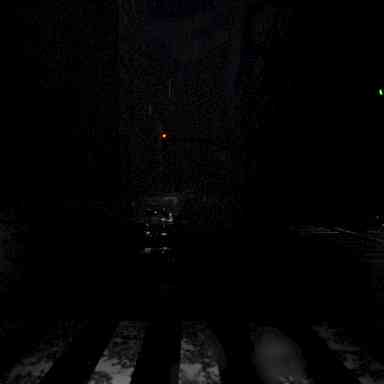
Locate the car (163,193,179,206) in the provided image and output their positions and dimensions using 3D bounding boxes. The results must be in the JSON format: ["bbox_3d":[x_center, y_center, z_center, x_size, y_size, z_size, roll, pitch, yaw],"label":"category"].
[{"bbox_3d":[-3.287,1.211,52.158,2.150,2.045,5.566,0,0,0],"label":"car"}]

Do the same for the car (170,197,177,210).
[{"bbox_3d":[-3.262,1.592,41.568,1.895,1.301,4.718,0,0,0],"label":"car"}]

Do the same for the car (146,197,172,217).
[{"bbox_3d":[-3.222,1.518,31.607,1.812,1.442,4.674,0,0,-1],"label":"car"}]

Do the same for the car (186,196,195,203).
[{"bbox_3d":[-0.244,1.583,73.033,1.895,1.301,4.718,0,0,0],"label":"car"}]

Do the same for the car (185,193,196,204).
[{"bbox_3d":[-0.123,1.480,62.586,2.128,1.511,4.902,0,0,0],"label":"car"}]

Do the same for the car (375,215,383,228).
[{"bbox_3d":[13.487,1.652,19.613,4.718,1.301,1.895,0,1,0],"label":"car"}]
